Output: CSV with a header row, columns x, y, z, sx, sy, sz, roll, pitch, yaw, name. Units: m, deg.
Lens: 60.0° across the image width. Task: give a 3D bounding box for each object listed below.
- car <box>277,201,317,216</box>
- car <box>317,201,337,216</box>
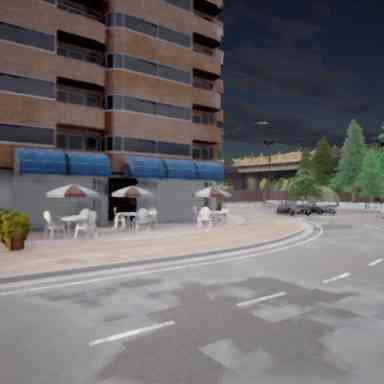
x,y,z,sx,sy,sz,roll,pitch,yaw,name
10.436,1.736,34.226,1.994,1.385,4.181,0,0,-14,car
13.583,1.720,36.017,1.812,1.442,4.674,1,0,-16,car
